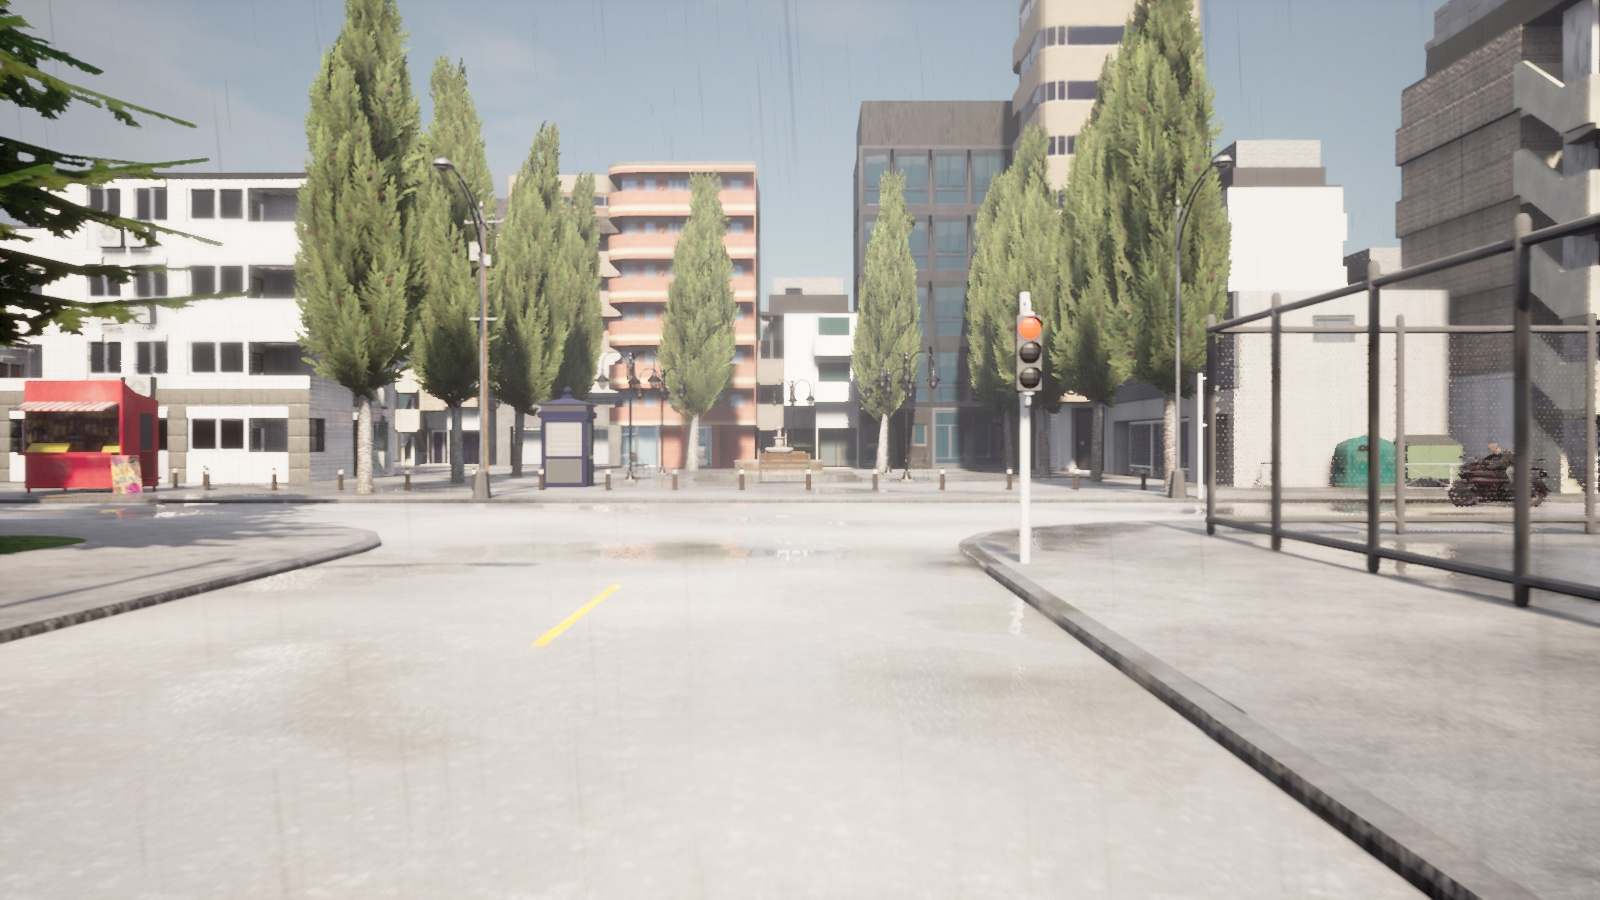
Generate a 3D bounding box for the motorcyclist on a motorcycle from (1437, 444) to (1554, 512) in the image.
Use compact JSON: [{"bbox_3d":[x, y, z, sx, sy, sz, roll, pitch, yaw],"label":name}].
[{"bbox_3d":[15.932,0.632,28.799,2.191,1.530,0.866,0,0,0],"label":"motorcyclist on a motorcycle"}]
